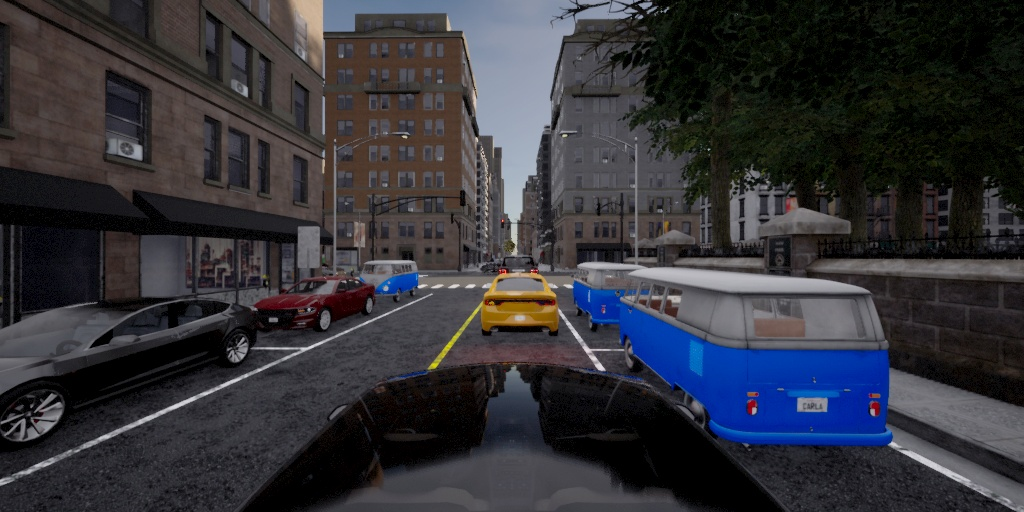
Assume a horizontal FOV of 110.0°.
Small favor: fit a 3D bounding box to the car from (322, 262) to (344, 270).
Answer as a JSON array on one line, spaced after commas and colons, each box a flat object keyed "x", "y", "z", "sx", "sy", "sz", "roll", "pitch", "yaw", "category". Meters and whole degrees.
[{"x": -16.197, "y": 1.278, "z": 28.656, "sx": 5.357, "sy": 1.411, "sz": 2.033, "roll": 0, "pitch": 0, "yaw": 1, "category": "car"}]

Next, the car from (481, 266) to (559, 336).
[{"x": 0.227, "y": 1.226, "z": 10.453, "sx": 1.882, "sy": 1.535, "sz": 5.008, "roll": 0, "pitch": 0, "yaw": 1, "category": "car"}]

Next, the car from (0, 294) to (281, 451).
[{"x": -5.807, "y": 1.315, "z": 5.209, "sx": 1.948, "sy": 1.339, "sz": 4.313, "roll": 0, "pitch": 0, "yaw": 1, "category": "car"}]

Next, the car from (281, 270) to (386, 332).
[{"x": -5.693, "y": 1.293, "z": 10.868, "sx": 1.888, "sy": 1.381, "sz": 4.507, "roll": 0, "pitch": 0, "yaw": 1, "category": "car"}]

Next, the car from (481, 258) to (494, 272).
[{"x": -0.850, "y": 1.228, "z": 38.506, "sx": 4.902, "sy": 1.511, "sz": 2.128, "roll": 0, "pitch": 0, "yaw": 0, "category": "car"}]

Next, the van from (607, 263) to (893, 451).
[{"x": 2.716, "y": 1.090, "z": 5.049, "sx": 1.690, "sy": 1.789, "sz": 3.998, "roll": 0, "pitch": 0, "yaw": 1, "category": "van"}]

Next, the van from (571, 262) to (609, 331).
[{"x": 2.831, "y": 1.089, "z": 10.705, "sx": 1.690, "sy": 1.789, "sz": 3.998, "roll": 0, "pitch": 0, "yaw": 1, "category": "van"}]

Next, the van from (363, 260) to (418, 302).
[{"x": -5.579, "y": 1.087, "z": 16.527, "sx": 1.690, "sy": 1.789, "sz": 3.998, "roll": 0, "pitch": 0, "yaw": 1, "category": "van"}]

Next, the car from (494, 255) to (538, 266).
[{"x": 0.334, "y": 0.964, "z": 20.409, "sx": 2.150, "sy": 2.045, "sz": 5.566, "roll": 0, "pitch": 0, "yaw": 0, "category": "car"}]
